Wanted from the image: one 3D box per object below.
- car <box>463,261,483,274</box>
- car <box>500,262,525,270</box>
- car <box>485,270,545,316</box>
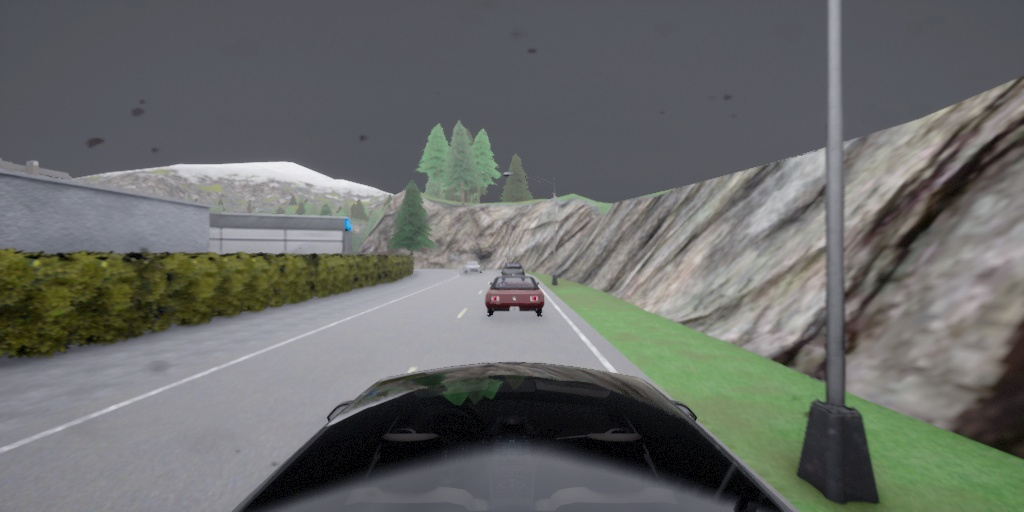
[{"bbox_3d":[-4.538,1.310,41.364,1.812,1.442,4.674,0,0,-11],"label":"car"},{"bbox_3d":[0.056,1.266,30.166,2.128,1.511,4.902,0,0,-1],"label":"car"},{"bbox_3d":[0.093,1.361,13.380,1.895,1.301,4.718,0,0,0],"label":"car"}]
